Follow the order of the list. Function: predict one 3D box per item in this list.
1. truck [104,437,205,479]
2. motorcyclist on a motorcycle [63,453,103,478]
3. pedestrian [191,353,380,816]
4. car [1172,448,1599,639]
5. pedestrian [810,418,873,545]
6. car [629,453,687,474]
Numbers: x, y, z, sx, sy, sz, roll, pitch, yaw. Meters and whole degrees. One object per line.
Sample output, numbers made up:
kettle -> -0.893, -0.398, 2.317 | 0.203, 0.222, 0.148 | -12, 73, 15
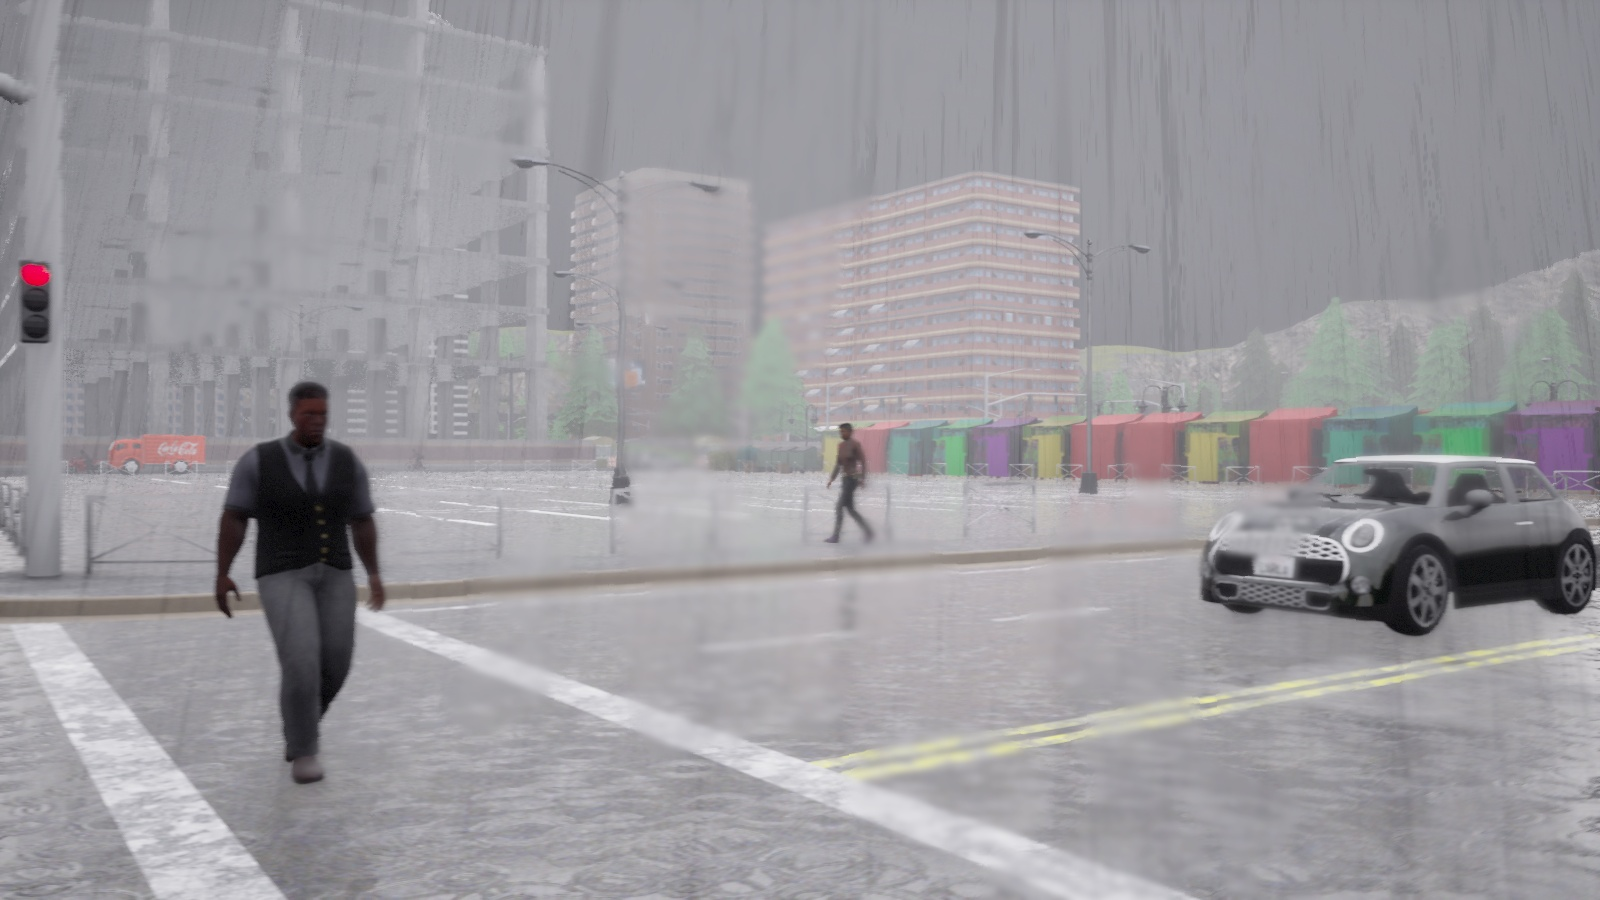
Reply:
truck -> -39.400, 0.472, 76.690 | 5.204, 2.467, 2.627 | 0, 0, -35
motorcyclist on a motorcycle -> -44.274, 0.952, 77.552 | 2.044, 1.523, 0.797 | 0, 0, -35
pedestrian -> -2.314, 0.550, 5.620 | 0.563, 1.883, 0.849 | 0, 0, -39
car -> 5.508, 0.727, 11.595 | 3.806, 1.475, 1.970 | 0, 0, -33
pedestrian -> 0.607, 0.446, 18.291 | 0.869, 1.805, 0.328 | 0, 0, -33
car -> -10.012, 0.939, 88.691 | 3.633, 1.501, 1.845 | 0, 0, -35
